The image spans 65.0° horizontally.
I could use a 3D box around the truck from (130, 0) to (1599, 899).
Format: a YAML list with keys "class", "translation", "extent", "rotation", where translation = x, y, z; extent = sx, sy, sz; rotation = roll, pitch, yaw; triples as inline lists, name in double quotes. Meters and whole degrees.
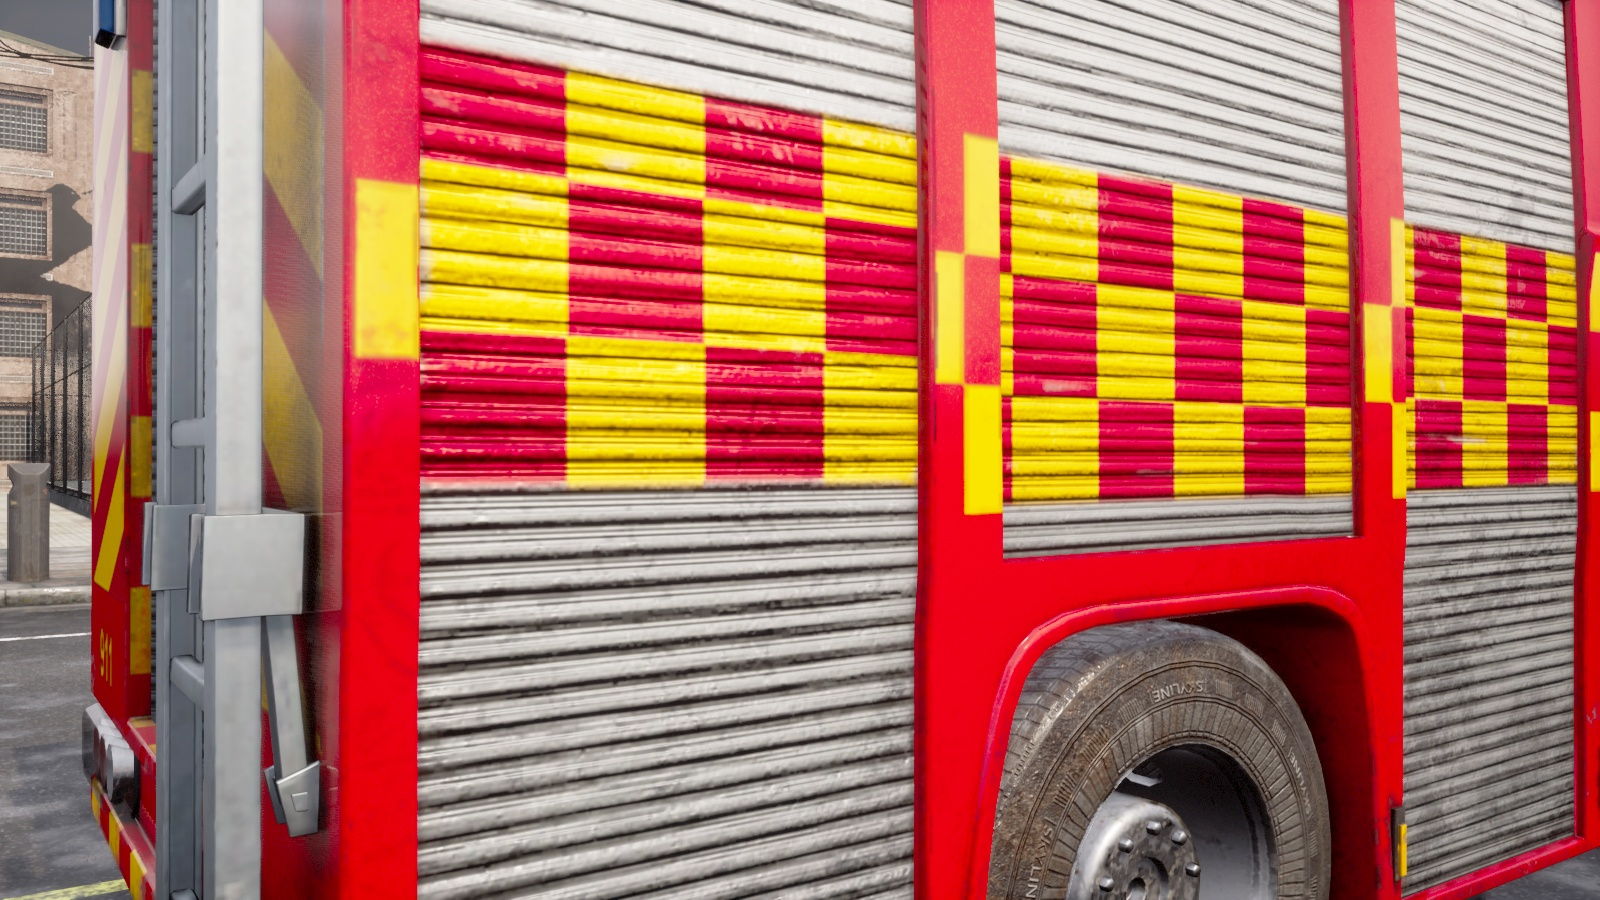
- class: "truck"
  translation: [2.187, -0.412, 5.195]
  extent: [8.468, 3.827, 2.891]
  rotation: [0, 0, -35]
